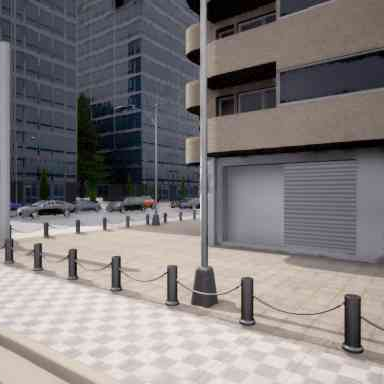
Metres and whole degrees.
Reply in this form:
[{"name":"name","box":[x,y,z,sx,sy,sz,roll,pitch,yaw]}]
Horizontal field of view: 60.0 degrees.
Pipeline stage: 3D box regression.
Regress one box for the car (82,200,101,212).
[{"name":"car","box":[-11.709,1.508,35.291,1.994,1.385,4.181,0,0,36]}]

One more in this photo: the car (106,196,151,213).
[{"name":"car","box":[-7.034,1.296,35.796,2.097,1.767,4.553,0,0,36]}]

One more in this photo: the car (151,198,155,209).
[{"name":"car","box":[-6.767,1.296,42.140,2.097,1.767,4.553,0,0,36]}]

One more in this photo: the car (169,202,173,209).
[{"name":"car","box":[-0.962,1.449,44.194,1.837,1.490,4.892,0,0,36]}]

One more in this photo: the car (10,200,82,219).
[{"name":"car","box":[-12.376,1.436,28.394,2.128,1.511,4.902,0,0,36]}]

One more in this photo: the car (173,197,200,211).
[{"name":"car","box":[0.370,1.436,39.735,2.128,1.511,4.902,0,0,36]}]

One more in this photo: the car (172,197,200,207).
[{"name":"car","box":[-0.802,1.470,50.370,1.812,1.442,4.674,0,0,36]}]
